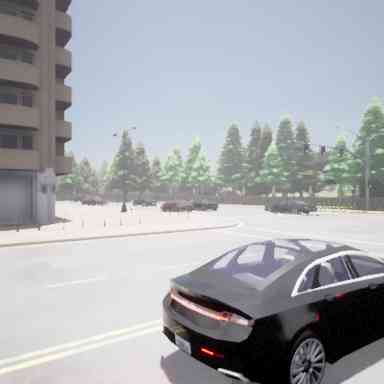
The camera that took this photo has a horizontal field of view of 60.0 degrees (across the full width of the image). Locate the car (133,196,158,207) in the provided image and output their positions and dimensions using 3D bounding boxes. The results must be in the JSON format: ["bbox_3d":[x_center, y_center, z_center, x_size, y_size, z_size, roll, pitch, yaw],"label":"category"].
[{"bbox_3d":[-7.080,1.430,50.032,1.837,1.490,4.892,0,0,-40],"label":"car"}]

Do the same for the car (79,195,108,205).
[{"bbox_3d":[-15.558,1.455,53.451,4.674,1.442,1.812,0,0,36],"label":"car"}]

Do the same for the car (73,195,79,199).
[{"bbox_3d":[-19.422,1.108,60.145,4.674,1.442,1.812,0,0,25],"label":"car"}]

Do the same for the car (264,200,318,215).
[{"bbox_3d":[9.735,1.471,33.099,2.033,1.411,5.357,0,0,-35],"label":"car"}]

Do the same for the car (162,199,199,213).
[{"bbox_3d":[-1.510,1.493,36.506,1.994,1.385,4.181,0,0,-35],"label":"car"}]

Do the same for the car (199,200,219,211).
[{"bbox_3d":[1.063,1.527,38.971,1.895,1.301,4.718,0,0,-35],"label":"car"}]

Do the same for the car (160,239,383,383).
[{"bbox_3d":[1.880,1.488,5.128,4.902,1.511,2.128,0,0,-35],"label":"car"}]
